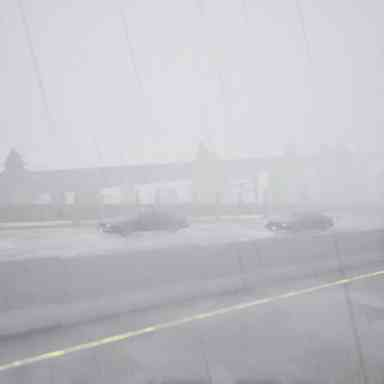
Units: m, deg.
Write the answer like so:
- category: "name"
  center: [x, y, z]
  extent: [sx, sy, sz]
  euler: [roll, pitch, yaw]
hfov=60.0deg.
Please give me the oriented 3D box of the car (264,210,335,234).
- category: "car"
  center: [7.231, 1.910, 22.002]
  extent: [5.357, 1.411, 2.033]
  euler: [2, -1, -35]

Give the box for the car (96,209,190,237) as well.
- category: "car"
  center: [-2.678, 1.705, 19.257]
  extent: [5.357, 1.411, 2.033]
  euler: [2, -1, -35]
